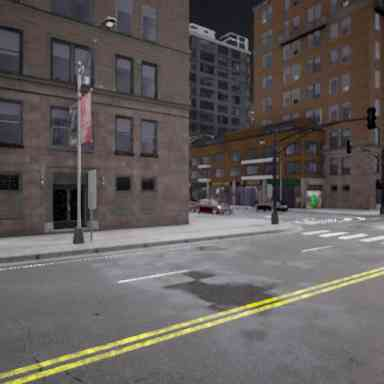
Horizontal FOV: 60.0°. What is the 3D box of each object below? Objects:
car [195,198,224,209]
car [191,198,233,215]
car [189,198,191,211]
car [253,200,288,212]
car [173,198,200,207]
[{"bbox_3d":[2.318,1.561,45.990,1.802,1.307,4.206,0,0,-35],"label":"car"},{"bbox_3d":[2.139,1.399,32.357,1.967,1.590,4.097,0,0,-35],"label":"car"},{"bbox_3d":[-1.045,1.397,36.854,1.967,1.590,4.097,0,0,-35],"label":"car"},{"bbox_3d":[8.688,1.548,36.994,1.947,1.339,4.313,0,0,-35],"label":"car"},{"bbox_3d":[-0.866,1.545,50.487,1.947,1.339,4.313,0,0,-35],"label":"car"}]
